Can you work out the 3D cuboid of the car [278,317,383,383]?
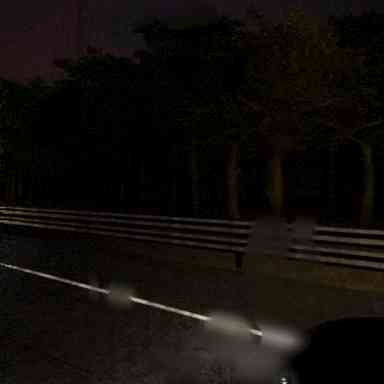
[{"bbox_3d":[2.938,1.515,1.883,4.892,1.490,1.837,1,0,35],"label":"car"}]
